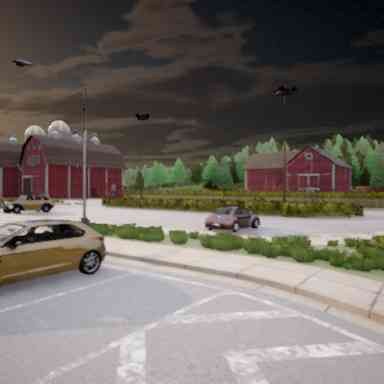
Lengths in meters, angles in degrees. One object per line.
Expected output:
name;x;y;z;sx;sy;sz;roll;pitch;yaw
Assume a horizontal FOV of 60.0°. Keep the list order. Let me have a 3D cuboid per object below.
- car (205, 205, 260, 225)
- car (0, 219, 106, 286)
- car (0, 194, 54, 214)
car;2.408;1.467;19.294;1.784;1.438;3.905;0;0;36
car;-4.178;1.456;8.178;1.816;1.474;4.193;0;0;36
car;-15.895;1.115;32.343;1.932;1.855;4.605;0;0;36
